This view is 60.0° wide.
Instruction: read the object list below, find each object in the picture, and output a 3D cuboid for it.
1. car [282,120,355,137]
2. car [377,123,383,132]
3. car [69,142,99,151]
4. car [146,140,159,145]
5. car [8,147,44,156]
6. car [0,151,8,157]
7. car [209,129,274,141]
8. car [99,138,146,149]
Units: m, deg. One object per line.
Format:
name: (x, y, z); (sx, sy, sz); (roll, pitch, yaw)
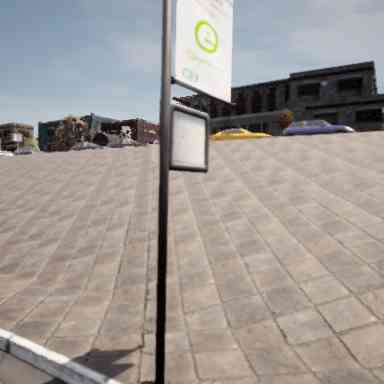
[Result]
car: (8.301, -3.876, 21.796); (4.553, 1.767, 2.185); (2, 1, 31)
car: (13.293, -3.580, 18.997); (4.792, 1.488, 2.163); (2, 1, 29)
car: (-10.377, -4.267, 33.667); (4.892, 1.521, 2.231); (1, 1, 34)
car: (-1.165, -3.983, 27.541); (4.674, 1.452, 2.002); (2, 1, 33)
car: (-19.418, -4.593, 39.824); (4.553, 1.767, 2.185); (1, 1, 34)
car: (-23.960, -4.526, 42.917); (4.674, 1.452, 2.002); (1, 1, 34)
car: (3.547, -3.886, 24.612); (5.008, 1.535, 2.097); (2, 1, 32)
car: (-5.811, -4.154, 30.568); (4.892, 1.521, 2.231); (1, 1, 34)
